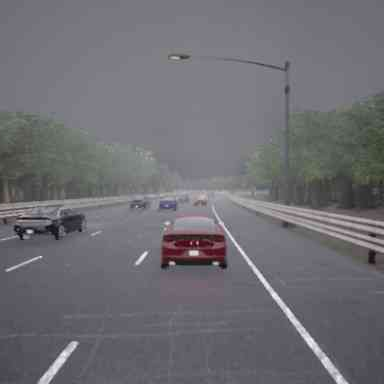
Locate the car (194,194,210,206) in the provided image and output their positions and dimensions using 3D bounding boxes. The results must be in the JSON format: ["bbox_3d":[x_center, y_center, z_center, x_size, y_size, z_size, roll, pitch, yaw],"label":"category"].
[{"bbox_3d":[1.368,1.391,51.018,1.895,1.301,4.718,0,0,3],"label":"car"}]

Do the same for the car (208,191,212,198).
[{"bbox_3d":[3.132,1.134,77.736,1.837,1.490,4.892,0,0,5],"label":"car"}]

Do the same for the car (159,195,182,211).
[{"bbox_3d":[-2.629,1.325,38.566,1.882,1.535,5.008,0,0,2],"label":"car"}]

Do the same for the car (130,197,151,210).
[{"bbox_3d":[-6.085,1.345,39.671,1.837,1.490,4.892,0,1,2],"label":"car"}]

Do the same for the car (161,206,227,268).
[{"bbox_3d":[0.082,1.441,11.181,1.882,1.535,5.008,0,0,1],"label":"car"}]

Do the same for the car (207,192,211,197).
[{"bbox_3d":[2.067,1.208,62.846,1.882,1.535,5.008,0,0,4],"label":"car"}]

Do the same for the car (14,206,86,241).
[{"bbox_3d":[-6.757,1.431,16.414,2.128,1.511,4.902,0,0,1],"label":"car"}]

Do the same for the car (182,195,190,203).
[{"bbox_3d":[-1.429,1.220,61.729,2.128,1.511,4.902,0,0,4],"label":"car"}]
